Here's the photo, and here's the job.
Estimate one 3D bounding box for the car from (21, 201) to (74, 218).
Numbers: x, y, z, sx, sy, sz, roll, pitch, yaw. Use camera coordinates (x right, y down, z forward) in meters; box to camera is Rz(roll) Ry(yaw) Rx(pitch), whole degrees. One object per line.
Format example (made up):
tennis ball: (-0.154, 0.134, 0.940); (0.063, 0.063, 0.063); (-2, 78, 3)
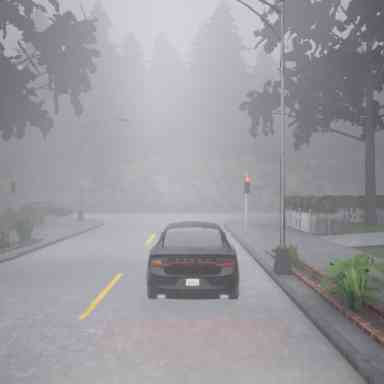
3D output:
car: (-13.075, 1.526, 30.026); (4.674, 1.442, 1.812); (0, 0, 0)

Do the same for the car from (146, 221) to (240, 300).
car: (0.040, 1.478, 8.481); (1.882, 1.535, 5.008); (0, 0, 1)
